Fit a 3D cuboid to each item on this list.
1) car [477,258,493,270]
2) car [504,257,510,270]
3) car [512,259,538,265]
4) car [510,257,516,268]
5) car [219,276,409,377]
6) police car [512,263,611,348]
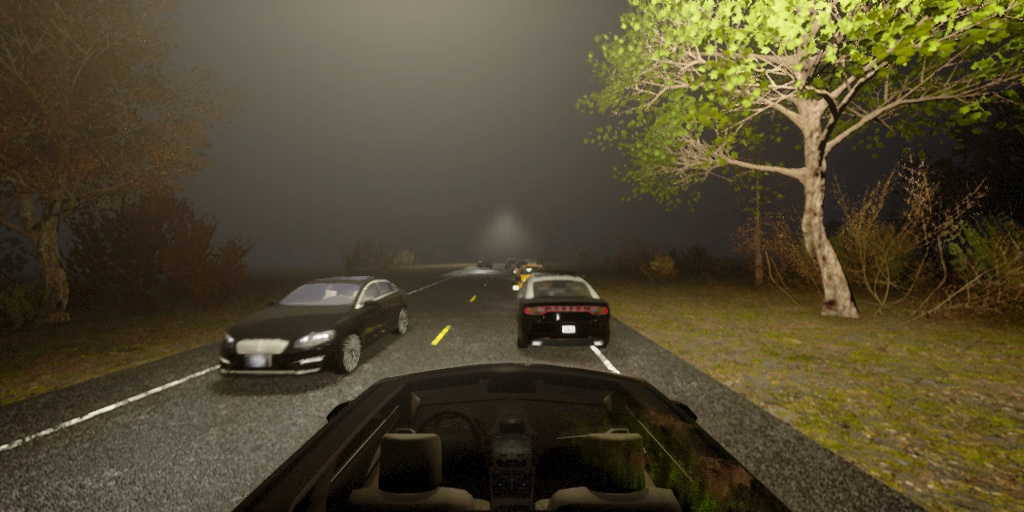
[{"bbox_3d":[-3.589,1.017,48.228,2.128,1.511,4.902,0,0,0],"label":"car"},{"bbox_3d":[0.027,1.055,47.377,1.812,1.442,4.674,0,0,1],"label":"car"},{"bbox_3d":[1.050,1.121,19.310,1.801,1.575,5.366,0,0,0],"label":"car"},{"bbox_3d":[1.049,0.989,25.089,2.097,1.767,4.553,0,0,0],"label":"car"},{"bbox_3d":[-3.598,1.214,7.529,2.128,1.511,4.902,0,0,0],"label":"car"},{"bbox_3d":[1.050,1.140,9.228,1.930,1.638,5.238,0,0,0],"label":"police car"}]
